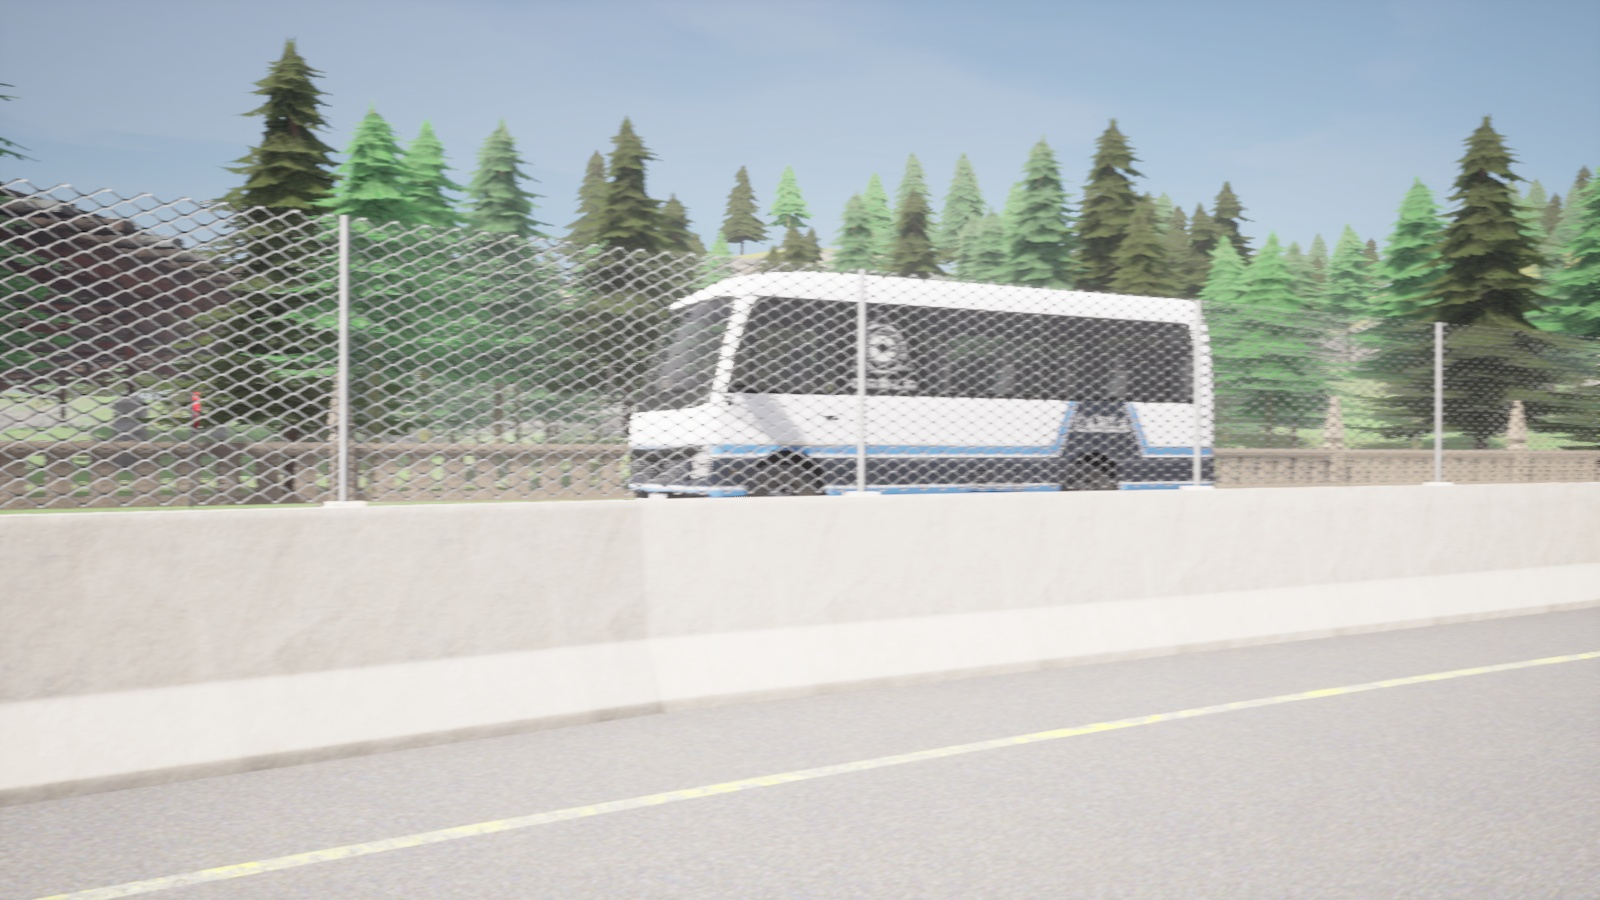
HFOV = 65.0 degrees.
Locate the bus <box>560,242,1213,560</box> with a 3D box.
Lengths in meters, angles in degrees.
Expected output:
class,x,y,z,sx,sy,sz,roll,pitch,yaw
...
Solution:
class,x,y,z,sx,sy,sz,roll,pitch,yaw
bus,1.592,-0.654,20.886,10.273,4.253,3.944,0,0,-27
